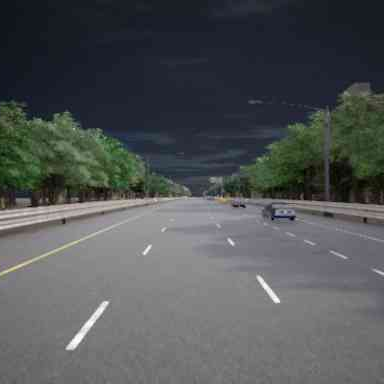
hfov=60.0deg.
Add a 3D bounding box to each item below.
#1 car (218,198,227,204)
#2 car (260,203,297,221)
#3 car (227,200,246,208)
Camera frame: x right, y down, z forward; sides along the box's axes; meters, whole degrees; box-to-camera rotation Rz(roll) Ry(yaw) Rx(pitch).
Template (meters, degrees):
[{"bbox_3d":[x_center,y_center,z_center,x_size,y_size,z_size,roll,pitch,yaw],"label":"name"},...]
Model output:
[{"bbox_3d":[7.345,2.091,78.834,1.882,1.535,5.008,0,-1,1],"label":"car"},{"bbox_3d":[7.044,1.603,27.500,2.033,1.411,5.357,0,0,0],"label":"car"},{"bbox_3d":[7.152,1.870,52.274,1.895,1.301,4.718,0,-1,0],"label":"car"}]
